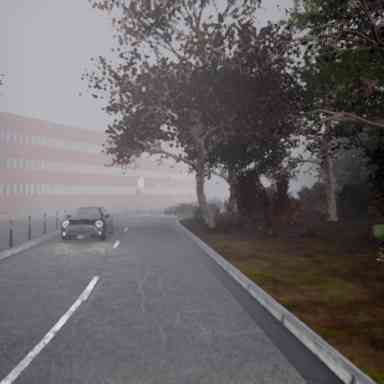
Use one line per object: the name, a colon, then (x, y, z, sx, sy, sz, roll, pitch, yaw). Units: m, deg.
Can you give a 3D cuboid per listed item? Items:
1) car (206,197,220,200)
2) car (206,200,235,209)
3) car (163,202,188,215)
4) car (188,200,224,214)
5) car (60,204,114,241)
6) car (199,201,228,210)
car: (2.288, 1.947, 56.128, 5.566, 2.045, 2.435, 0, -1, 31)
car: (5.184, 2.253, 60.980, 5.008, 1.535, 2.097, 0, -1, 31)
car: (-1.616, 2.041, 40.784, 1.837, 1.490, 4.892, 0, -1, 30)
car: (1.908, 2.039, 40.195, 1.837, 1.490, 4.892, 0, -1, 31)
car: (-5.475, 1.549, 17.830, 2.097, 1.767, 4.553, 0, -1, -7)
car: (3.747, 2.266, 58.544, 4.674, 1.452, 2.002, 0, -1, 31)
